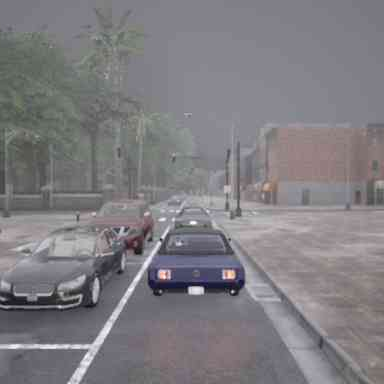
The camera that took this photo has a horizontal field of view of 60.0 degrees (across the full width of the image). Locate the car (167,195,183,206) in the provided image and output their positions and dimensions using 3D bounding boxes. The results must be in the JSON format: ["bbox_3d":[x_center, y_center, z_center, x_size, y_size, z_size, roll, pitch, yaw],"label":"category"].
[{"bbox_3d":[-2.756,1.322,51.313,1.967,1.590,4.097,0,0,0],"label":"car"}]

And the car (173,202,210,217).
[{"bbox_3d":[0.053,1.493,18.529,1.994,1.385,4.181,0,0,0],"label":"car"}]

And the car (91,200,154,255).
[{"bbox_3d":[-2.668,1.261,13.163,2.192,1.841,5.009,0,0,0],"label":"car"}]

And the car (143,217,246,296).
[{"bbox_3d":[0.080,1.564,8.487,1.895,1.301,4.718,0,0,0],"label":"car"}]

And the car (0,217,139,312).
[{"bbox_3d":[-2.655,1.517,7.701,2.008,1.369,4.403,0,0,0],"label":"car"}]

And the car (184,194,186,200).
[{"bbox_3d":[-2.795,1.474,68.379,1.802,1.307,4.206,0,0,0],"label":"car"}]
